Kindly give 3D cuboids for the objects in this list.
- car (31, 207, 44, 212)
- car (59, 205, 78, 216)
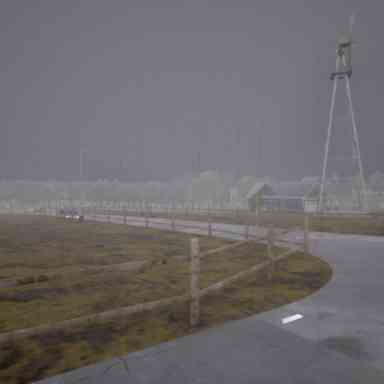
[{"bbox_3d":[-36.566,4.308,79.883,1.812,1.442,4.674,0,-3,-35],"label":"car"},{"bbox_3d":[-18.615,2.794,49.973,1.837,1.490,4.892,0,-2,-35],"label":"car"}]
